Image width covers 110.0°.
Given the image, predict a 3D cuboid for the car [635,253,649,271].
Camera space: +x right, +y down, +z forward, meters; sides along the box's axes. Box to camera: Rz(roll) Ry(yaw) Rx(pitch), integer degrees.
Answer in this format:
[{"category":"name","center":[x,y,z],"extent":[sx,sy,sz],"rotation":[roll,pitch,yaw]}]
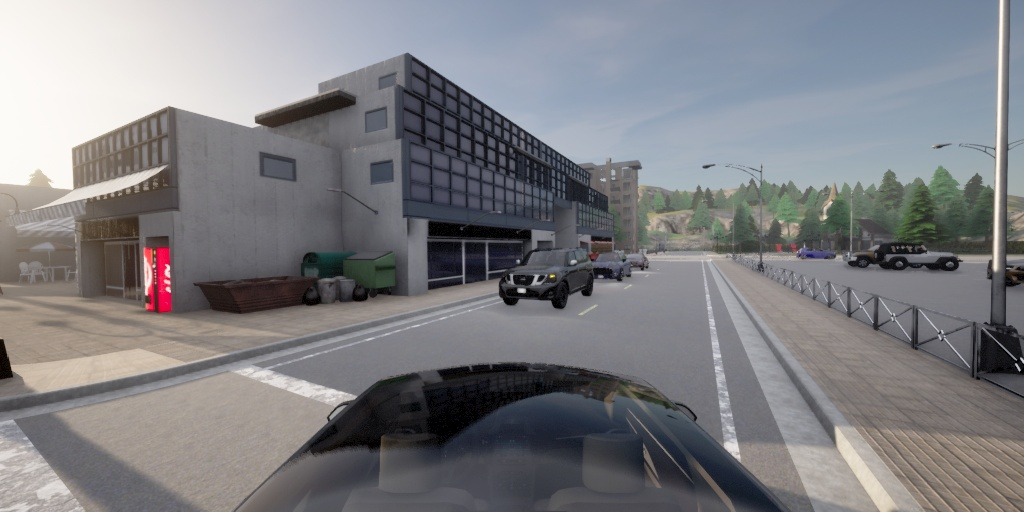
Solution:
[{"category":"car","center":[10.919,0.454,31.714],"extent":[1.812,1.442,4.674],"rotation":[0,2,28]}]

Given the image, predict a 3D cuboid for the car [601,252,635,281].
[{"category":"car","center":[6.159,0.555,22.657],"extent":[2.097,1.767,4.553],"rotation":[0,2,28]}]

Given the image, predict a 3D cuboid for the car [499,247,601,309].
[{"category":"car","center":[1.588,0.690,13.947],"extent":[2.150,2.045,5.566],"rotation":[0,1,28]}]
